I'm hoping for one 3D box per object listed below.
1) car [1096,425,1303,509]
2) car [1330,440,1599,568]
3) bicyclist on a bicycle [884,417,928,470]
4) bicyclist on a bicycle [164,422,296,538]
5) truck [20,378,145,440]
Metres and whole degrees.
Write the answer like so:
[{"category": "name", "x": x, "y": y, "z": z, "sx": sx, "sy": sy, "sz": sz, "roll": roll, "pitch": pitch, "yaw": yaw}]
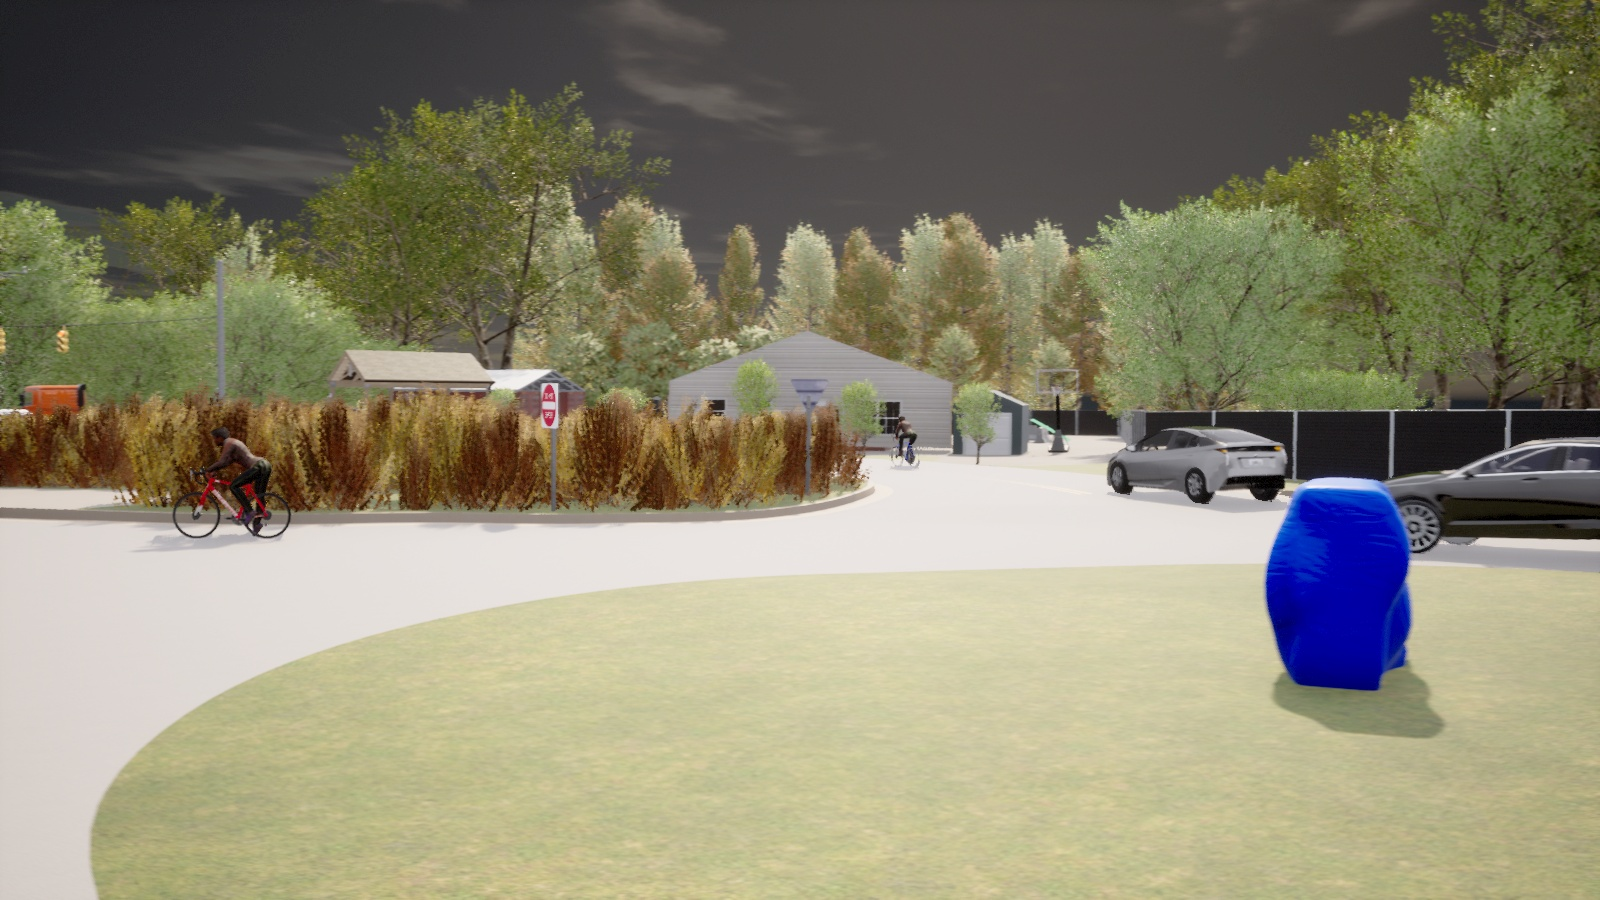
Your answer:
[{"category": "car", "x": 8.369, "y": 0.284, "z": 26.807, "sx": 2.007, "sy": 1.525, "sz": 4.514, "roll": -1, "pitch": 2, "yaw": -17}, {"category": "car", "x": 9.739, "y": 0.636, "z": 16.178, "sx": 2.128, "sy": 1.511, "sz": 4.902, "roll": -1, "pitch": 0, "yaw": -43}, {"category": "bicyclist on a bicycle", "x": 3.321, "y": -0.221, "z": 39.505, "sx": 0.582, "sy": 1.620, "sz": 1.656, "roll": -2, "pitch": 3, "yaw": -28}, {"category": "bicyclist on a bicycle", "x": -8.287, "y": 0.432, "z": 18.303, "sx": 1.656, "sy": 1.620, "sz": 0.582, "roll": 1, "pitch": 3, "yaw": -9}, {"category": "truck", "x": -41.976, "y": -2.452, "z": 73.376, "sx": 7.936, "sy": 3.462, "sz": 2.891, "roll": 2, "pitch": 4, "yaw": 33}]
